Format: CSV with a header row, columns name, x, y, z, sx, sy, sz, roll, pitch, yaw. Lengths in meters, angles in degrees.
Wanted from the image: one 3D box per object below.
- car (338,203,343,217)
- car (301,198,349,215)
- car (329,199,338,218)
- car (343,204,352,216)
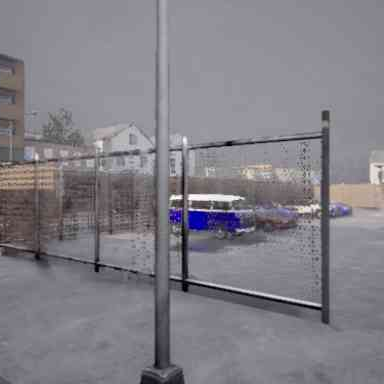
name,x,y,z,sx,sy,sz,roll,pitch,yaw
car,11.266,1.436,28.169,2.207,1.379,1.481,0,0,36
car,13.251,1.397,33.265,4.193,1.474,1.816,0,0,36
car,9.307,1.225,26.912,3.866,1.878,1.905,0,0,36
car,12.007,1.331,30.256,4.611,1.667,2.242,0,0,36
